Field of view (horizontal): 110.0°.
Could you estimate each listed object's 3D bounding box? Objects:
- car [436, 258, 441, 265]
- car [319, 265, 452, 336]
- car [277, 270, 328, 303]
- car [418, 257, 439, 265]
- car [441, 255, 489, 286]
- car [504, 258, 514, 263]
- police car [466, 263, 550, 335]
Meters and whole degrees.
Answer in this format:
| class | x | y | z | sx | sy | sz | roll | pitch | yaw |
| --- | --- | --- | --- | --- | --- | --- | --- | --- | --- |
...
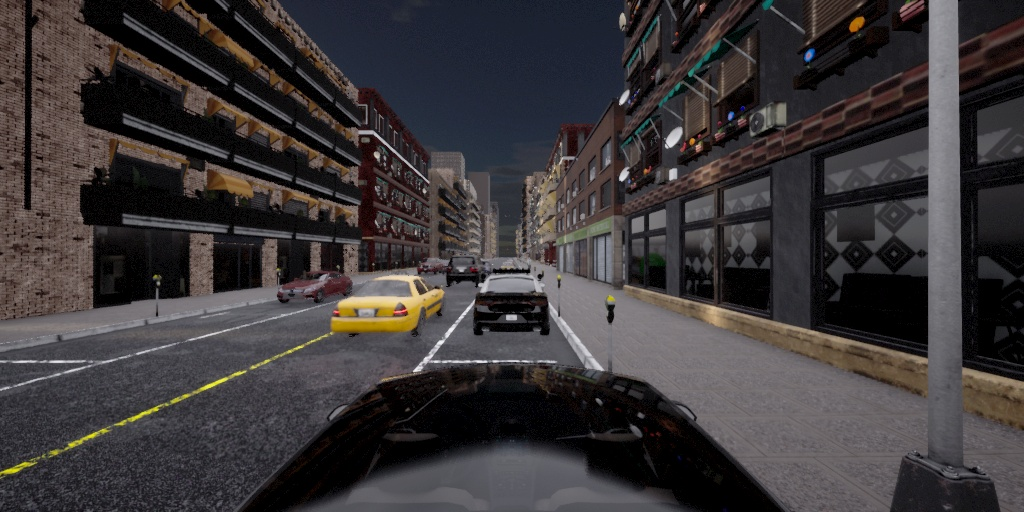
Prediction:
| class | x | y | z | sx | sy | sz | roll | pitch | yaw |
| --- | --- | --- | --- | --- | --- | --- | --- | --- | --- |
| car | -6.231 | 1.241 | 38.129 | 2.128 | 1.511 | 4.902 | 0 | 0 | 0 |
| car | -3.145 | 1.206 | 10.289 | 1.801 | 1.575 | 5.366 | 0 | 0 | 0 |
| car | -8.837 | 1.333 | 16.462 | 1.802 | 1.307 | 4.207 | 0 | 0 | 0 |
| car | -8.837 | 1.064 | 39.007 | 2.192 | 1.841 | 5.009 | 0 | 0 | 0 |
| car | -3.078 | 0.972 | 24.622 | 2.150 | 2.045 | 5.566 | 0 | 0 | 1 |
| car | -0.456 | 1.275 | 39.173 | 1.751 | 1.417 | 4.829 | 0 | 0 | 0 |
| police car | -0.011 | 1.175 | 10.609 | 1.930 | 1.638 | 5.238 | 0 | 0 | 0 |
